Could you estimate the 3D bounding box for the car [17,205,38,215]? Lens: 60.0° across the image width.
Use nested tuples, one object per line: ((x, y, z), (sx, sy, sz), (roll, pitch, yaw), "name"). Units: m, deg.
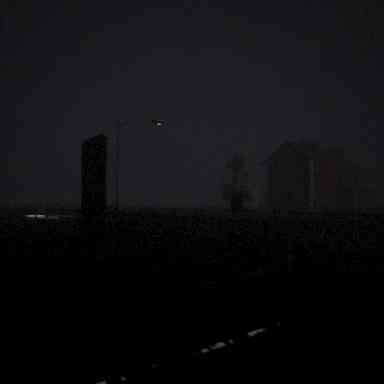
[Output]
((-23.577, 2.503, 47.362), (1.895, 1.301, 4.718), (1, -1, -43), "car")
